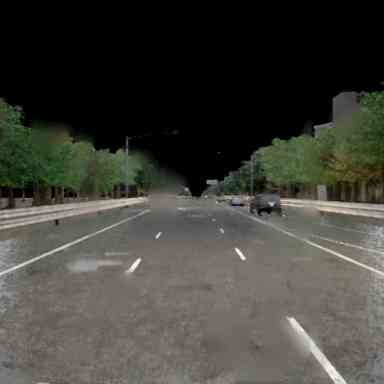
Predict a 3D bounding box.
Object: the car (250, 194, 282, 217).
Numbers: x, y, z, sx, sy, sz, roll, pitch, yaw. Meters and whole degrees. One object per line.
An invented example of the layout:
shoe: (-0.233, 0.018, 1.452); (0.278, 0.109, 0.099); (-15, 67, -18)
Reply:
car: (7.030, 1.231, 32.071); (2.150, 2.045, 5.566); (0, 0, 0)

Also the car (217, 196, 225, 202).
car: (7.146, 1.732, 82.299); (2.033, 1.411, 5.357); (0, -1, 0)

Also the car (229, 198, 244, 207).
car: (7.031, 1.588, 52.816); (1.994, 1.385, 4.181); (0, 0, 0)
